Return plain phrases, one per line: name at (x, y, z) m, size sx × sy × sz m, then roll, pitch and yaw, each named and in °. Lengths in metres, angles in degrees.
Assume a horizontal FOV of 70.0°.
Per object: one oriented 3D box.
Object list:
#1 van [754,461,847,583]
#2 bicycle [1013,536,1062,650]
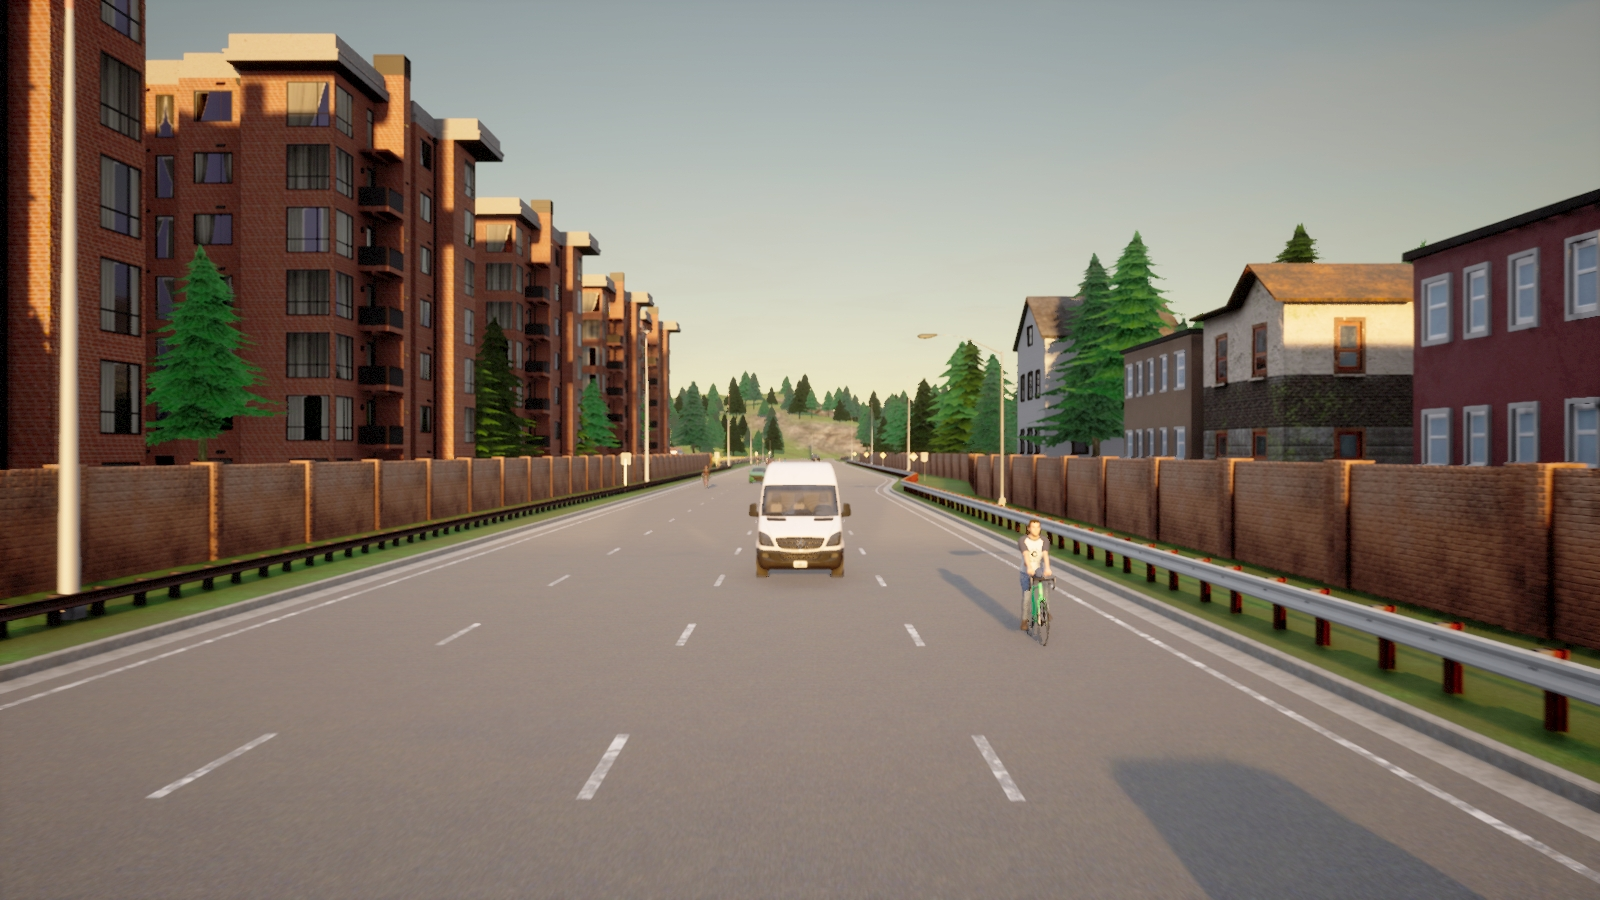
van at (0.008, 1.575, 27.426) m, size 1.988 × 2.561 × 5.915 m, roll 0°, pitch 0°, yaw 0°
bicycle at (3.503, 2.081, 16.924) m, size 0.373 × 1.496 × 1.643 m, roll 0°, pitch -1°, yaw 0°
